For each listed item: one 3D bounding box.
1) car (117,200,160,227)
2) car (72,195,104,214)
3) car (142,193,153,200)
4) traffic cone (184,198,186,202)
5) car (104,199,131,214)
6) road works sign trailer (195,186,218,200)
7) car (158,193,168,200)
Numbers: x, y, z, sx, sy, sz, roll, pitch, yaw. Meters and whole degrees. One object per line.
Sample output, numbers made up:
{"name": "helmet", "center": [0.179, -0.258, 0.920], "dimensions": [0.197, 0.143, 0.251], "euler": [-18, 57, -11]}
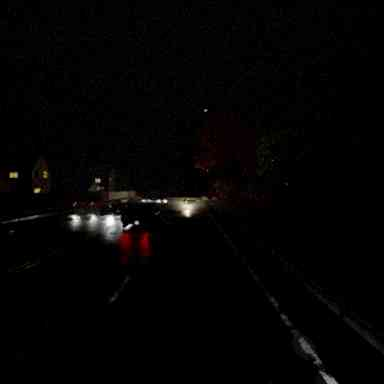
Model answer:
{"name": "car", "center": [-3.141, 1.441, 21.143], "dimensions": [1.895, 1.301, 4.718], "euler": [0, 0, 0]}
{"name": "car", "center": [-9.833, 1.108, 32.041], "dimensions": [2.097, 1.767, 4.553], "euler": [0, 0, 0]}
{"name": "car", "center": [-9.721, 0.900, 73.306], "dimensions": [2.128, 1.511, 4.902], "euler": [0, 1, 0]}
{"name": "traffic cone", "center": [-1.356, 1.468, 61.104], "dimensions": [0.340, 0.580, 0.340], "euler": [0, 0, 0]}
{"name": "car", "center": [-6.585, 1.359, 31.830], "dimensions": [1.895, 1.301, 4.718], "euler": [0, 0, 0]}
{"name": "road works sign trailer", "center": [2.168, -0.137, 60.984], "dimensions": [3.560, 2.380, 2.880], "euler": [-4, 38, -47]}
{"name": "car", "center": [-6.472, 0.971, 73.275], "dimensions": [1.895, 1.301, 4.718], "euler": [0, 1, 0]}
